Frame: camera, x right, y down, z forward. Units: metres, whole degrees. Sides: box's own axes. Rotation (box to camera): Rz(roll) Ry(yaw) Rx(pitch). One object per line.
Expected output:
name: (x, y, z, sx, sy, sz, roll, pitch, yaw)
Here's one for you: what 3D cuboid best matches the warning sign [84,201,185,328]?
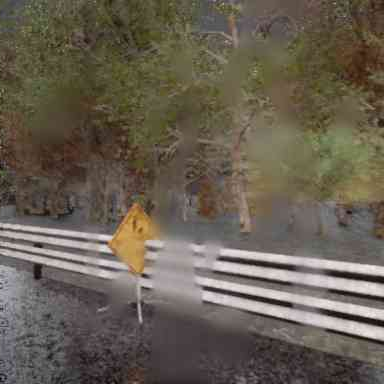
warning sign: (-0.976, 1.117, 5.836, 1.060, 1.860, 1.300, -2, 0, 36)
